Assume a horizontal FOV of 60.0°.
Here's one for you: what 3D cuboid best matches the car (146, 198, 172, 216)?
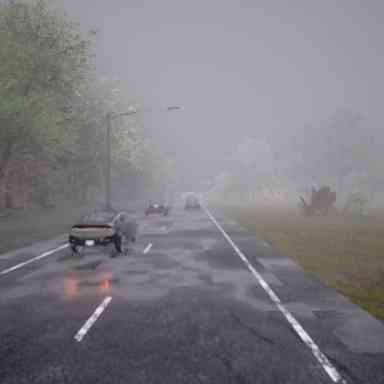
[{"bbox_3d":[-3.163,1.331,32.157,2.097,1.767,4.553,0,0,2],"label":"car"}]

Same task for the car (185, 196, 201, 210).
[{"bbox_3d":[0.093,1.536,43.235,1.994,1.385,4.181,0,0,0],"label":"car"}]

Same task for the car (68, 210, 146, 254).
[{"bbox_3d":[-3.404,1.482,13.507,2.128,1.511,4.902,0,0,0],"label":"car"}]
